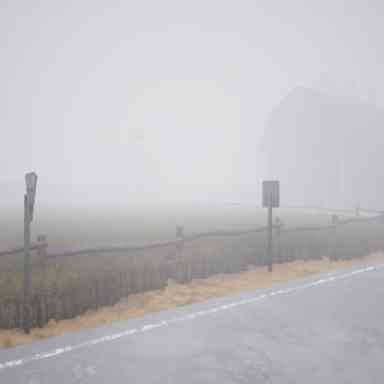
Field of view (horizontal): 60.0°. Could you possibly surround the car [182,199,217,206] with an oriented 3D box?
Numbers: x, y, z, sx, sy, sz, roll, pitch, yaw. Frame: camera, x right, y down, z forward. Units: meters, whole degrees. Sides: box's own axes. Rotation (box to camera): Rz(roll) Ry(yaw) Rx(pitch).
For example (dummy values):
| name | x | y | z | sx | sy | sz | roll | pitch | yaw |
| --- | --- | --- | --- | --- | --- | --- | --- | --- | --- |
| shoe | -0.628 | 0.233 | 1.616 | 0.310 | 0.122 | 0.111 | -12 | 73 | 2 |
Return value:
| name | x | y | z | sx | sy | sz | roll | pitch | yaw |
| --- | --- | --- | --- | --- | --- | --- | --- | --- | --- |
| car | 0.801 | 1.599 | 41.426 | 2.033 | 1.411 | 5.357 | 0 | 0 | -39 |
